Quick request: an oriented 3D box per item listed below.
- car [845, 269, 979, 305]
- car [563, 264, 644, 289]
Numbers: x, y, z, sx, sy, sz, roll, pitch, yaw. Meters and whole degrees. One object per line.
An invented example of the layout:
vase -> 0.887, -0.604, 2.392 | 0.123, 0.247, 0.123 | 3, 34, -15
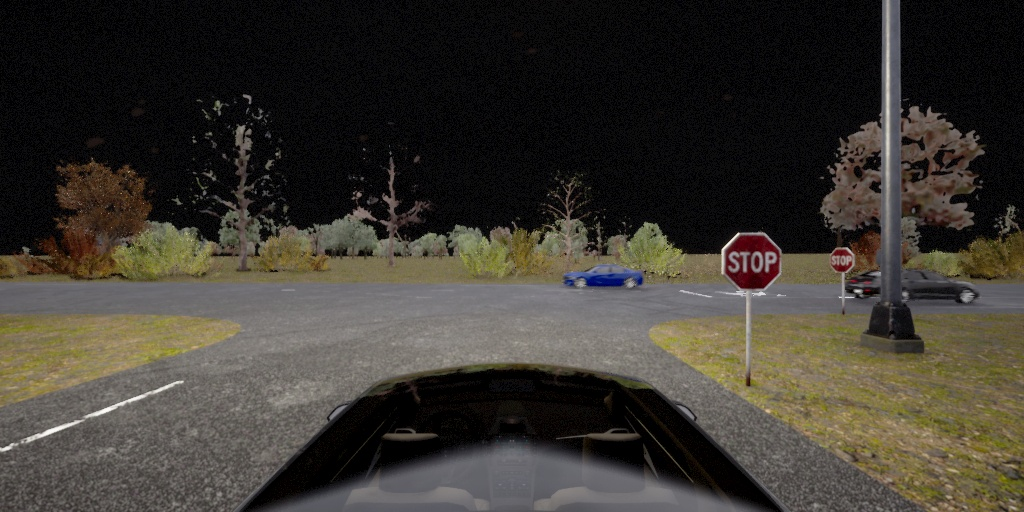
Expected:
car -> 17.984, 1.338, 16.209 | 4.892, 1.490, 1.837 | 0, 0, -2
car -> 5.776, 1.299, 22.858 | 5.008, 1.535, 1.882 | 0, 0, -2
